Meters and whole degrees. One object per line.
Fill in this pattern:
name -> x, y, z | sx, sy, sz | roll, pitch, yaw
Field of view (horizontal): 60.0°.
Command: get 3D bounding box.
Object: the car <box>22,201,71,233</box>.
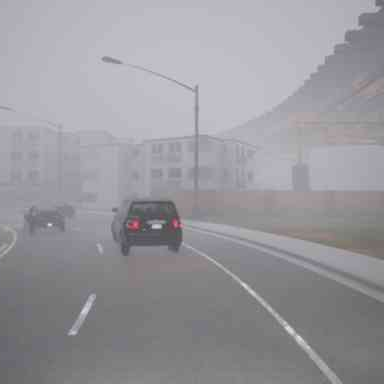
car -> -8.926, 1.498, 19.938 | 1.837, 1.490, 4.892 | 1, -1, -32

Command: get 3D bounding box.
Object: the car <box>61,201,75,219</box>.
car -> -11.822, 1.473, 28.433 | 5.008, 1.535, 1.882 | 0, 0, 44

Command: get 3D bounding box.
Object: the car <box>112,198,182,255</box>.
car -> -2.019, 1.243, 13.787 | 2.150, 2.045, 5.566 | 1, 0, -18
